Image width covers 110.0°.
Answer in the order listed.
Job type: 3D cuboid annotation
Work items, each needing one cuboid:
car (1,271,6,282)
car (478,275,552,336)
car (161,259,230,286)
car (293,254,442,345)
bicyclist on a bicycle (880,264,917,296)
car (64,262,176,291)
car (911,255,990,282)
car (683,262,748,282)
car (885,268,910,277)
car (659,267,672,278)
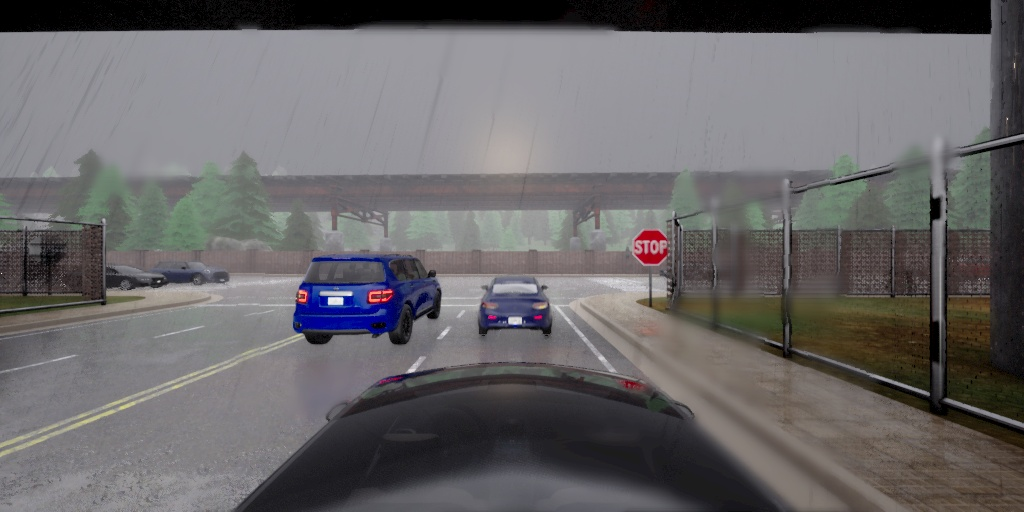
[{"bbox_3d":[-38.103,1.241,24.675,4.902,1.511,2.128,0,0,0],"label":"car"},{"bbox_3d":[0.079,1.276,10.330,1.812,1.442,4.674,0,0,0],"label":"car"},{"bbox_3d":[-22.247,1.102,24.793,4.553,1.767,2.097,0,0,0],"label":"car"},{"bbox_3d":[-3.423,0.971,9.666,2.150,2.045,5.566,0,0,0],"label":"car"},{"bbox_3d":[18.335,1.051,17.049,0.582,1.620,1.656,0,0,1],"label":"bicyclist on a bicycle"},{"bbox_3d":[-23.424,1.253,21.287,4.892,1.490,1.837,1,0,0],"label":"car"},{"bbox_3d":[35.168,0.971,27.861,5.566,2.045,2.150,0,0,1],"label":"car"},{"bbox_3d":[15.681,1.241,28.059,4.902,1.511,2.128,0,0,1],"label":"car"},{"bbox_3d":[35.768,1.351,31.353,4.718,1.301,1.895,0,0,1],"label":"car"},{"bbox_3d":[15.540,1.254,31.559,4.892,1.490,1.837,0,0,1],"label":"car"}]
